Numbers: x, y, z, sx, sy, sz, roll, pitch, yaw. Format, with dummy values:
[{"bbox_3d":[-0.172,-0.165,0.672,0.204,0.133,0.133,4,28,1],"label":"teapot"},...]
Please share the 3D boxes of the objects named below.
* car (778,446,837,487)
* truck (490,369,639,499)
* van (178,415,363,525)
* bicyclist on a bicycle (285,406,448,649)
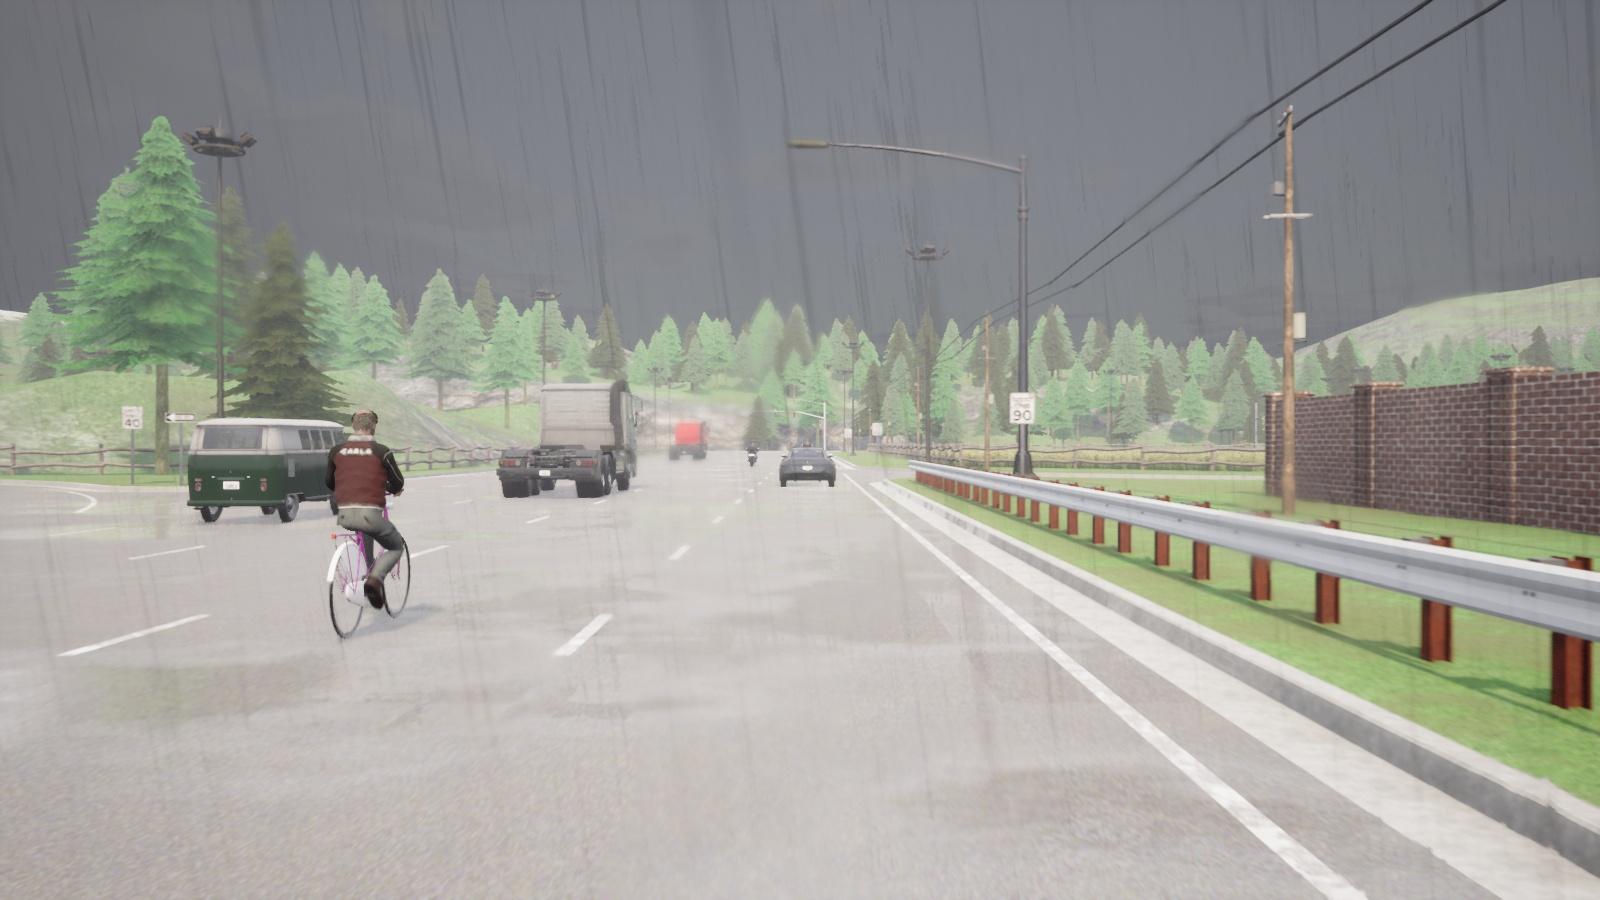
[{"bbox_3d":[0.268,0.558,44.883,1.994,1.385,4.181,0,0,0],"label":"car"},{"bbox_3d":[-6.773,-0.452,37.382,2.891,3.462,7.936,0,0,0],"label":"truck"},{"bbox_3d":[-10.344,0.350,24.914,1.775,1.987,4.442,0,0,0],"label":"van"},{"bbox_3d":[-3.428,0.557,10.095,0.659,1.776,1.843,0,1,0],"label":"bicyclist on a bicycle"}]
